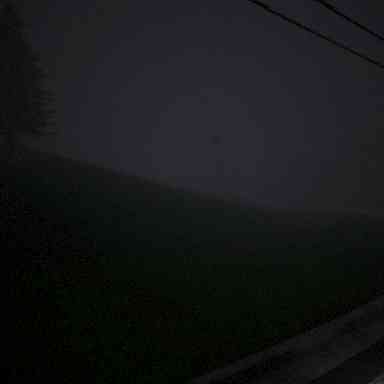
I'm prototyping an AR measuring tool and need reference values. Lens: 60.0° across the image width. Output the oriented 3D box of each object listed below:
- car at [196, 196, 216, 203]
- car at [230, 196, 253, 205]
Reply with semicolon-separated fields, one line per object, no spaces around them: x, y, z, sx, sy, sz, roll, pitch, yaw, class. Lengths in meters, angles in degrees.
2.852;1.545;69.179;1.837;1.490;4.892;0;0;-40;car
8.878;1.529;60.680;2.128;1.511;4.902;0;0;-35;car
